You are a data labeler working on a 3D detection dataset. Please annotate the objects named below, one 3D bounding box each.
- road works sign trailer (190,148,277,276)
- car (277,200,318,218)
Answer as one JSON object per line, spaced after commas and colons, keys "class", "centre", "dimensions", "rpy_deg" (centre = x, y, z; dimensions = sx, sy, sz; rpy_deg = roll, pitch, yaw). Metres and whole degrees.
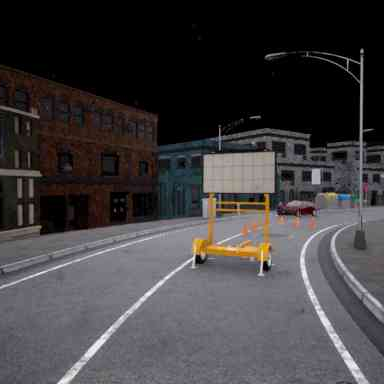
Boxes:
{"class": "road works sign trailer", "centre": [1.522, 0.461, 10.620], "dimensions": [2.380, 3.560, 2.880], "rpy_deg": [0, 0, 24]}
{"class": "car", "centre": [9.552, 1.475, 30.043], "dimensions": [5.008, 1.535, 1.882], "rpy_deg": [0, 1, -45]}
